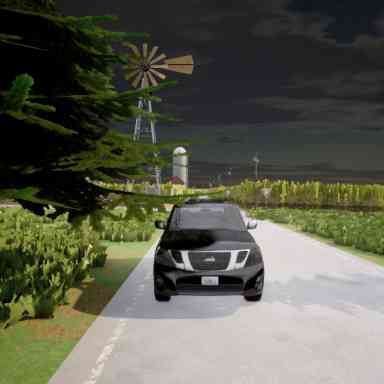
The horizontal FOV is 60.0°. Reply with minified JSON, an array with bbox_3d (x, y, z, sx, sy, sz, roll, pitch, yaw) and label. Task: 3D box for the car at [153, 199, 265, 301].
[{"bbox_3d":[0.334,1.221,8.660,2.150,2.045,5.566,0,0,0],"label":"car"}]
